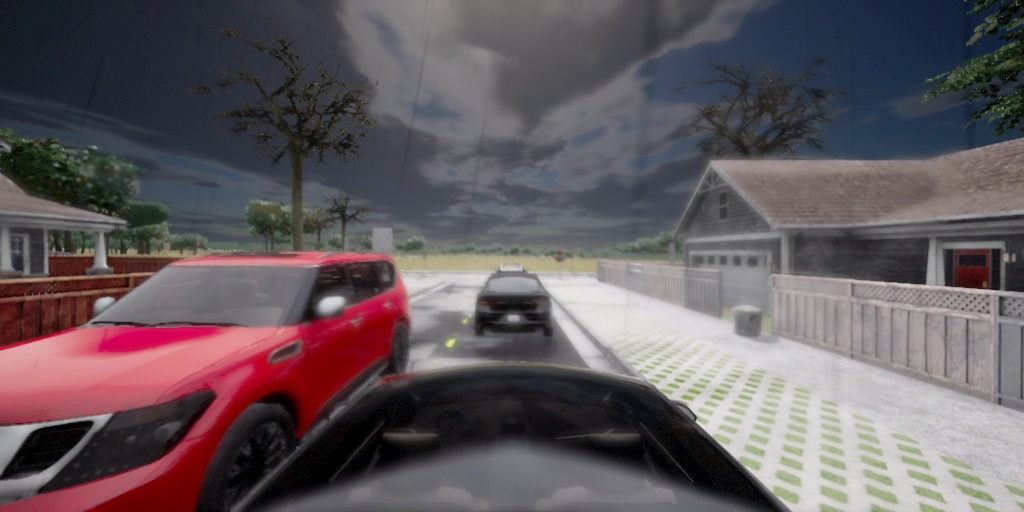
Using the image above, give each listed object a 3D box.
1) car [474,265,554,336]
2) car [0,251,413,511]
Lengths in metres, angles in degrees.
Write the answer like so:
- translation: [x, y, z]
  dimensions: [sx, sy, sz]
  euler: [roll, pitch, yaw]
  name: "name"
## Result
- translation: [0.057, 1.199, 10.278]
  dimensions: [1.882, 1.535, 5.008]
  euler: [0, 0, 0]
  name: "car"
- translation: [-2.850, 0.962, 4.307]
  dimensions: [2.150, 2.045, 5.566]
  euler: [0, 0, 0]
  name: "car"
